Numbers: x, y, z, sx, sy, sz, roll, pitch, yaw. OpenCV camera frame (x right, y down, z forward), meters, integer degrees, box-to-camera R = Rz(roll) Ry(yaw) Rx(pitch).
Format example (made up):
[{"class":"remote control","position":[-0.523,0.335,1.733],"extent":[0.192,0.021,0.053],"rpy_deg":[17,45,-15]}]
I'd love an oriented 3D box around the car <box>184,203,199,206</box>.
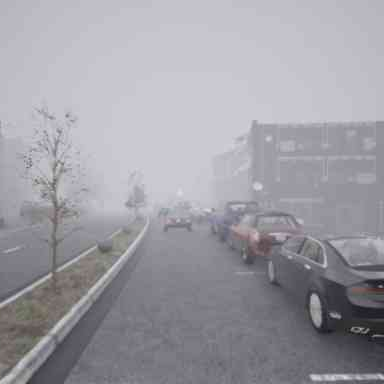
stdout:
[{"class":"car","position":[0.594,2.172,34.598],"extent":[2.002,1.452,4.674],"rpy_deg":[0,-2,-7]}]

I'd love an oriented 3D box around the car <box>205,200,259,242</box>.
[{"class":"car","position":[2.327,1.462,18.114],"extent":[2.435,2.045,5.566],"rpy_deg":[0,-1,-3]}]

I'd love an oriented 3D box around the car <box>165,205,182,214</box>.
[{"class":"car","position":[-3.193,2.963,56.414],"extent":[2.097,1.535,5.008],"rpy_deg":[0,-2,-12]}]

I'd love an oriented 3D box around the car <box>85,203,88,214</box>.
[{"class":"car","position":[-19.095,2.911,51.281],"extent":[4.792,1.488,2.163],"rpy_deg":[0,-2,-12]}]

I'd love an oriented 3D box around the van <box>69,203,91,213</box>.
[{"class":"van","position":[-24.374,3.472,72.344],"extent":[4.442,1.987,1.878],"rpy_deg":[0,-2,-16]}]

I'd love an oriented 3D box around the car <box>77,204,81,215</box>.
[{"class":"car","position":[-17.417,2.565,43.139],"extent":[4.792,1.488,2.163],"rpy_deg":[0,-2,-10]}]

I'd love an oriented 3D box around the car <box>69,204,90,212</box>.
[{"class":"car","position":[-25.285,3.666,74.945],"extent":[4.553,1.767,2.185],"rpy_deg":[0,-2,-16]}]

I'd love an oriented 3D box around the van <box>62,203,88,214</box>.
[{"class":"van","position":[-21.695,3.084,61.886],"extent":[4.442,1.987,1.878],"rpy_deg":[0,-2,-14]}]

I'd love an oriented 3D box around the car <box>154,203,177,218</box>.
[{"class":"car","position":[-3.409,2.406,41.468],"extent":[1.837,1.490,4.892],"rpy_deg":[0,-2,-9]}]

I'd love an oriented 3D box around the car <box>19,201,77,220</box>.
[{"class":"car","position":[-16.504,2.072,37.765],"extent":[5.566,2.045,2.435],"rpy_deg":[0,-2,-9]}]

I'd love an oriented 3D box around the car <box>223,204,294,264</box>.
[{"class":"car","position":[2.666,1.492,12.512],"extent":[2.185,1.767,4.553],"rpy_deg":[0,-1,-2]}]

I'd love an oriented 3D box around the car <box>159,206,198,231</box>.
[{"class":"car","position":[-1.068,1.893,23.067],"extent":[2.033,1.411,5.357],"rpy_deg":[0,-1,-5]}]

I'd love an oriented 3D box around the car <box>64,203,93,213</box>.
[{"class":"car","position":[-23.742,3.353,69.671],"extent":[5.566,2.045,2.435],"rpy_deg":[0,-2,-16]}]

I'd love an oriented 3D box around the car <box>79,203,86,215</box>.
[{"class":"car","position":[-18.500,2.770,48.618],"extent":[4.892,1.521,2.231],"rpy_deg":[0,-2,-11]}]

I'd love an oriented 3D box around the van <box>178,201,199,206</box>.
[{"class":"van","position":[-0.190,2.095,40.221],"extent":[1.878,1.987,4.442],"rpy_deg":[0,-2,-8]}]

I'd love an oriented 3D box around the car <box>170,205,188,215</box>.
[{"class":"car","position":[-2.079,2.776,51.038],"extent":[2.163,1.488,4.792],"rpy_deg":[0,-2,-10]}]

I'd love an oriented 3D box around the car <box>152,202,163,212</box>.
[{"class":"car","position":[-7.337,3.297,72.791],"extent":[2.150,2.045,5.566],"rpy_deg":[0,-2,-16]}]

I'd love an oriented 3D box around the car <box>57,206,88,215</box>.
[{"class":"car","position":[-20.271,3.140,56.608],"extent":[4.674,1.452,2.002],"rpy_deg":[0,-2,-13]}]

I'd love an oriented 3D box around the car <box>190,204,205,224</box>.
[{"class":"car","position":[1.278,2.010,29.100],"extent":[2.002,1.452,4.674],"rpy_deg":[0,-1,-6]}]

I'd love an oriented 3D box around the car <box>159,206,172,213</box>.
[{"class":"car","position":[-5.162,3.374,64.450],"extent":[1.895,1.301,4.718],"rpy_deg":[0,-2,-14]}]

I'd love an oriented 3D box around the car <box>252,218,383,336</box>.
[{"class":"car","position":[2.905,1.545,6.880],"extent":[2.231,1.521,4.892],"rpy_deg":[0,-1,-1]}]

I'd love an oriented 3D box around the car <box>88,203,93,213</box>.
[{"class":"car","position":[-20.730,3.202,59.304],"extent":[5.366,1.575,1.946],"rpy_deg":[0,-2,-14]}]

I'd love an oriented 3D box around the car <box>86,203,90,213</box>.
[{"class":"car","position":[-19.625,3.021,53.956],"extent":[4.792,1.488,2.163],"rpy_deg":[0,-2,-12]}]

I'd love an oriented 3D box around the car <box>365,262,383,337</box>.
[{"class":"car","position":[3.012,1.531,1.460],"extent":[2.002,1.452,4.674],"rpy_deg":[0,-1,0]}]
